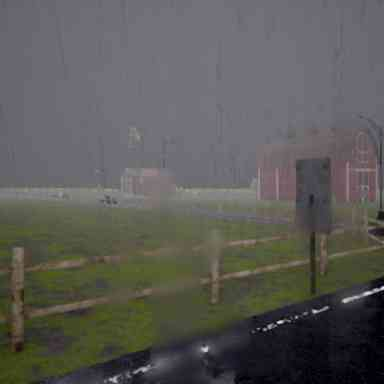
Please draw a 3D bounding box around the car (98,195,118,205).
[{"bbox_3d":[-13.656,1.321,53.627,1.837,1.490,4.892,-1,1,-36],"label":"car"}]

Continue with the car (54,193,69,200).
[{"bbox_3d":[-32.452,1.098,83.766,1.837,1.490,4.892,-1,1,-36],"label":"car"}]
